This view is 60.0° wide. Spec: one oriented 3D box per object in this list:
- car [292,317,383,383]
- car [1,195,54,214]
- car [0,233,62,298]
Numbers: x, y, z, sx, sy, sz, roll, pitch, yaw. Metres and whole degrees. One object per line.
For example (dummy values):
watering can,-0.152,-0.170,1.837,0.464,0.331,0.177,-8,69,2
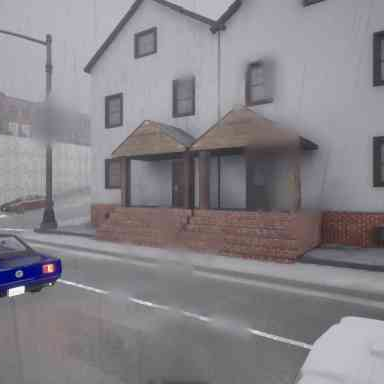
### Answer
car,2.984,1.601,1.853,4.718,1.301,1.895,0,0,36
car,-14.385,0.973,29.266,1.994,1.385,4.181,0,7,35
car,-5.131,1.601,7.632,4.718,1.301,1.895,0,0,36
